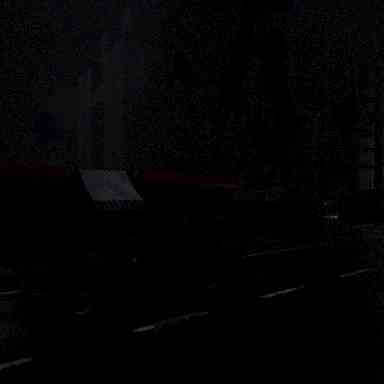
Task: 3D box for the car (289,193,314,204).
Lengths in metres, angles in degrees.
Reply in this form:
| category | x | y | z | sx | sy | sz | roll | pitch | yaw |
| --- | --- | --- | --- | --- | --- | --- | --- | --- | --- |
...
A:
| category | x | y | z | sx | sy | sz | roll | pitch | yaw |
| --- | --- | --- | --- | --- | --- | --- | --- | --- | --- |
| car | 19.507 | 1.114 | 59.415 | 1.905 | 1.878 | 3.866 | 0 | 0 | -36 |

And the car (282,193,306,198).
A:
| category | x | y | z | sx | sy | sz | roll | pitch | yaw |
| --- | --- | --- | --- | --- | --- | --- | --- | --- | --- |
| car | 17.114 | 1.114 | 57.705 | 1.905 | 1.878 | 3.866 | 0 | 0 | -36 |

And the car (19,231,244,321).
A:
| category | x | y | z | sx | sy | sz | roll | pitch | yaw |
| --- | --- | --- | --- | --- | --- | --- | --- | --- | --- |
| car | -1.168 | 1.601 | 7.405 | 4.718 | 1.301 | 1.895 | 0 | 0 | -35 |

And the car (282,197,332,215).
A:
| category | x | y | z | sx | sy | sz | roll | pitch | yaw |
| --- | --- | --- | --- | --- | --- | --- | --- | --- | --- |
| car | 11.040 | 1.508 | 31.689 | 1.994 | 1.385 | 4.181 | 0 | 0 | -36 |

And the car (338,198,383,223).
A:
| category | x | y | z | sx | sy | sz | roll | pitch | yaw |
| --- | --- | --- | --- | --- | --- | --- | --- | --- | --- |
| car | 12.769 | 1.315 | 23.313 | 2.097 | 1.767 | 4.553 | 0 | 1 | -36 |
